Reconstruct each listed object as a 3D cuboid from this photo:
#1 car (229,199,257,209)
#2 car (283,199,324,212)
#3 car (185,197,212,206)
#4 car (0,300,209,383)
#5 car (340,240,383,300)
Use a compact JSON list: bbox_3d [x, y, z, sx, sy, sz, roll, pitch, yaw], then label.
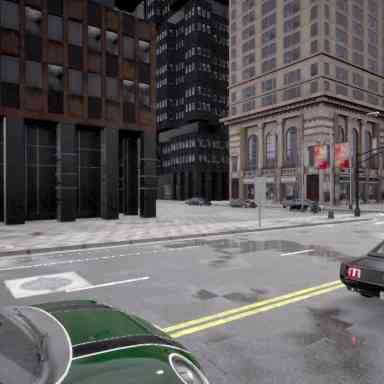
[{"bbox_3d":[7.050,1.601,46.215,1.994,1.385,4.181,0,0,-36],"label":"car"},{"bbox_3d":[12.717,1.517,38.213,2.128,1.511,4.902,0,0,-35],"label":"car"},{"bbox_3d":[0.986,1.597,54.809,2.033,1.411,5.357,0,0,-36],"label":"car"},{"bbox_3d":[-1.997,1.352,2.014,4.553,1.767,2.097,0,0,-35],"label":"car"},{"bbox_3d":[5.347,1.601,7.255,4.718,1.301,1.895,0,0,-35],"label":"car"}]
